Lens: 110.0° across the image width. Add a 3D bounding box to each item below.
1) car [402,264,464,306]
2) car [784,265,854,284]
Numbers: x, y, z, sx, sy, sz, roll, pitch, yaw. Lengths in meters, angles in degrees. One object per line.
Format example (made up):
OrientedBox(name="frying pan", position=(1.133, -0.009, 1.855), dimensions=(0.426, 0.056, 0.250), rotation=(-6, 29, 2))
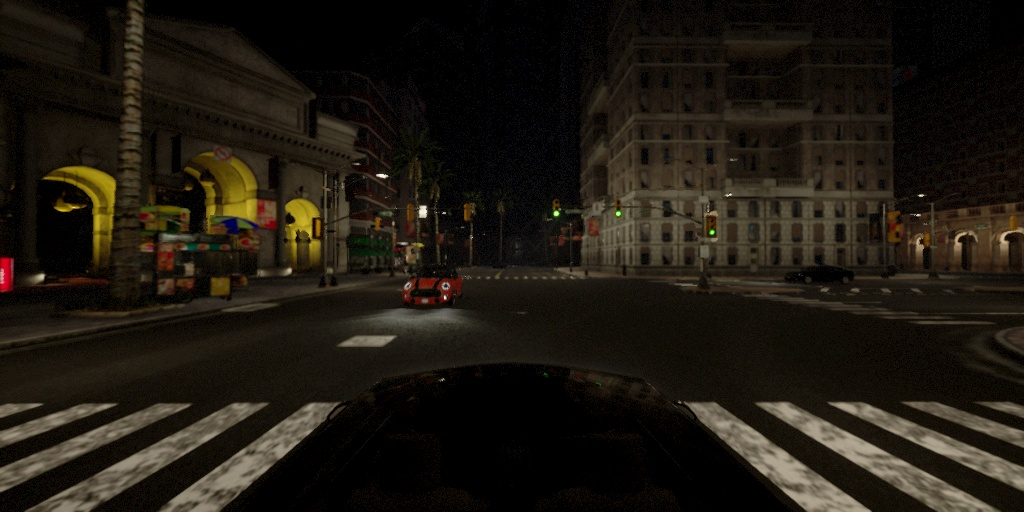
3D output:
OrientedBox(name="car", position=(-3.522, 1.252, 16.727), dimensions=(2.097, 1.767, 4.553), rotation=(0, -1, 0))
OrientedBox(name="car", position=(25.734, 1.532, 30.152), dimensions=(5.008, 1.535, 1.882), rotation=(0, -1, 0))
